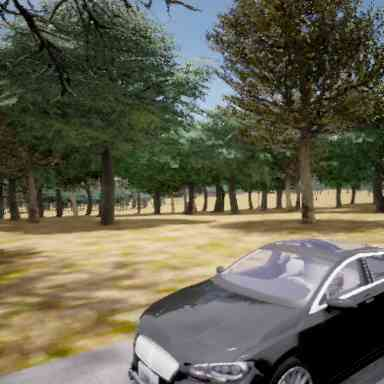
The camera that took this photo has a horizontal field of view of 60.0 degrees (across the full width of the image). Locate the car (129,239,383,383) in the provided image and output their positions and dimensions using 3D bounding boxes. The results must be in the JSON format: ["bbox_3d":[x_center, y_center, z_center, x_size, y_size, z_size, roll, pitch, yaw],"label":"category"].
[{"bbox_3d":[1.561,1.474,4.576,4.902,1.511,2.128,0,0,-36],"label":"car"}]
